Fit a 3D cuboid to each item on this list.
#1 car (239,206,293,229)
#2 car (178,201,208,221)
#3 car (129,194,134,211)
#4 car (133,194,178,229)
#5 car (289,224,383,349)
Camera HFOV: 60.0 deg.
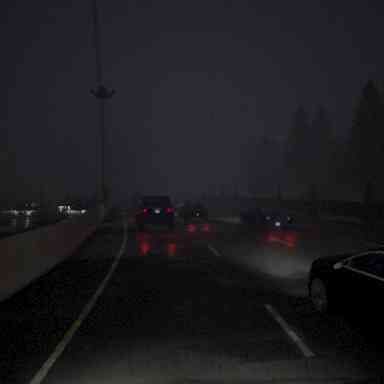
[{"bbox_3d":[4.624,1.578,21.706,1.895,1.301,4.718,0,0,-11],"label":"car"},{"bbox_3d":[-0.055,1.478,27.269,2.128,1.511,4.902,0,0,-11],"label":"car"},{"bbox_3d":[-6.621,1.219,41.798,2.150,2.045,5.566,0,0,-12],"label":"car"},{"bbox_3d":[-2.522,1.217,21.857,2.150,2.045,5.566,0,0,-11],"label":"car"},{"bbox_3d":[3.277,1.480,4.620,2.128,1.511,4.902,0,0,-3],"label":"car"}]
